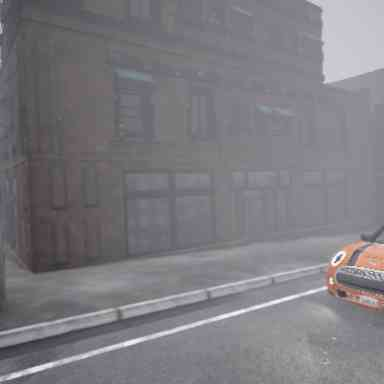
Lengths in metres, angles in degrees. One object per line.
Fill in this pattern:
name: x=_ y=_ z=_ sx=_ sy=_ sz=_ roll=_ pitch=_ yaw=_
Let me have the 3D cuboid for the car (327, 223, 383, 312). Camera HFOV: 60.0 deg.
car: x=4.971 y=1.347 z=7.212 sx=4.553 sy=1.767 sz=2.097 roll=0 pitch=0 yaw=-35
